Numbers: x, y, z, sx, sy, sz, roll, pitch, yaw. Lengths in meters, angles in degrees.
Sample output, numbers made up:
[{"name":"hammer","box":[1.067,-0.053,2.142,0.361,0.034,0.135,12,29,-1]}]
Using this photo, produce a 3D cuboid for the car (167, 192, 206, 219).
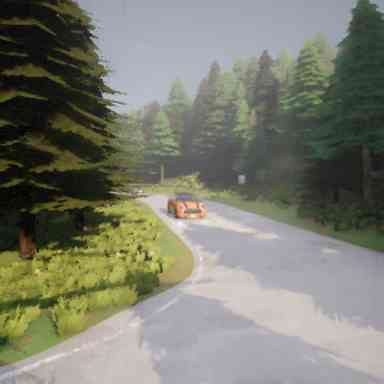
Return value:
[{"name":"car","box":[-0.451,0.879,24.369,2.097,1.767,4.553,-1,4,-14]}]
